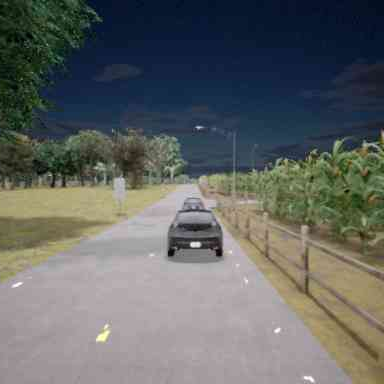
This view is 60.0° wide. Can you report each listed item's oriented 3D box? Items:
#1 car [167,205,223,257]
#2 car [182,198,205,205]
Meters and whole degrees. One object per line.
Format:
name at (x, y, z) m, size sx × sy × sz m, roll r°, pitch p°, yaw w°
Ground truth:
car at (0.106, 1.395, 12.527) m, size 1.837 × 1.490 × 4.892 m, roll 0°, pitch -1°, yaw 0°
car at (0.113, 1.165, 27.654) m, size 2.033 × 1.411 × 5.357 m, roll 0°, pitch 1°, yaw 0°
